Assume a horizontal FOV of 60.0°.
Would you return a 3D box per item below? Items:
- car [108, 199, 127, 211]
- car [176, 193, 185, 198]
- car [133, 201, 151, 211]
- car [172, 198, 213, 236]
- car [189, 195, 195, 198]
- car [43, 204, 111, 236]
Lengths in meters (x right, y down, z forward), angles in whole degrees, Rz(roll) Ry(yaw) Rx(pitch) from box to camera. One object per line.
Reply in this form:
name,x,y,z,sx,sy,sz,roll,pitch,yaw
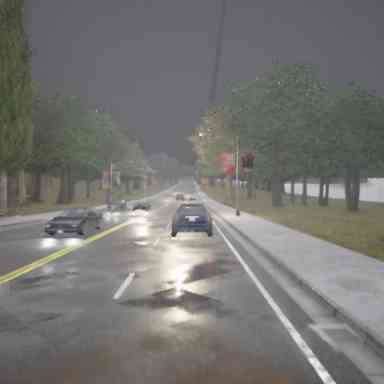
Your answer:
car,-9.733,1.721,43.482,2.128,1.511,4.902,0,0,0
car,-3.216,1.363,89.120,2.150,2.045,5.566,0,1,0
car,-6.483,1.849,43.452,1.895,1.301,4.718,0,0,0
car,0.008,1.400,18.679,2.097,1.767,4.553,0,0,0
car,0.035,1.729,89.539,1.895,1.301,4.718,0,1,0
car,-6.533,1.601,19.180,2.033,1.411,5.357,0,0,0
